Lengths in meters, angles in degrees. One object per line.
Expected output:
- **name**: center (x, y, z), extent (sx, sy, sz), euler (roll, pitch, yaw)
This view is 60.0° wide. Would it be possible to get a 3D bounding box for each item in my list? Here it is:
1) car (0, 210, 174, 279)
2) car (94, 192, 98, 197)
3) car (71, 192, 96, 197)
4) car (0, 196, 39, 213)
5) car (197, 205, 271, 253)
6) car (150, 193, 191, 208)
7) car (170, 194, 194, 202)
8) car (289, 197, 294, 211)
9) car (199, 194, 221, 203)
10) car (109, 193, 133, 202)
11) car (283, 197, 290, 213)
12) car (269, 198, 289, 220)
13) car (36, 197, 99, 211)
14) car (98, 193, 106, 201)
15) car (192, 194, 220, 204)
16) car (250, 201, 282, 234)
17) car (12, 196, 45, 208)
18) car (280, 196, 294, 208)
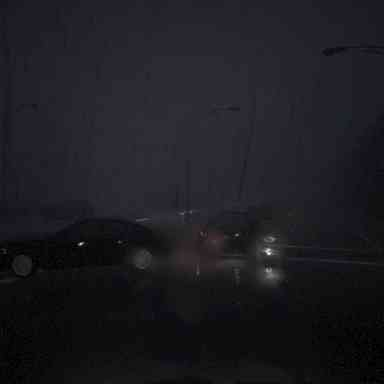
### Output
- **car**: center (-3.044, 1.475, 9.897), extent (5.008, 1.535, 1.882), euler (0, 0, -17)
- **car**: center (-21.896, 1.297, 67.982), extent (3.806, 1.475, 1.970), euler (0, 0, 18)
- **car**: center (-18.496, 1.248, 53.734), extent (4.514, 1.523, 2.007), euler (0, 0, 18)
- **car**: center (-15.134, 1.355, 29.404), extent (3.806, 1.475, 1.970), euler (0, 0, 18)
- **car**: center (1.804, 1.514, 13.906), extent (1.812, 1.442, 4.674), euler (0, 0, 24)
- **car**: center (-2.992, 1.073, 41.781), extent (4.605, 1.855, 1.932), euler (0, 0, 18)
- **car**: center (-2.145, 1.256, 68.698), extent (4.514, 1.523, 2.007), euler (0, 0, 18)
- **car**: center (9.764, 1.543, 36.568), extent (1.994, 1.385, 4.181), euler (0, 0, 19)
- **car**: center (3.367, 1.201, 62.977), extent (3.806, 1.475, 1.970), euler (0, 0, 18)
- **car**: center (-13.848, 1.045, 65.313), extent (4.605, 1.855, 1.932), euler (0, 0, 18)
- **car**: center (7.728, 1.486, 30.528), extent (1.837, 1.490, 4.892), euler (0, 0, 19)
- **car**: center (5.854, 1.474, 24.963), extent (2.128, 1.511, 4.902), euler (0, 0, 19)
- **car**: center (-9.052, 1.355, 24.212), extent (3.633, 1.501, 1.845), euler (0, 0, 18)
- **car**: center (-20.256, 1.013, 70.938), extent (3.866, 1.878, 1.905), euler (0, 0, 18)
- **car**: center (1.626, 1.124, 56.792), extent (5.027, 1.636, 2.152), euler (0, 0, 18)
- **car**: center (3.947, 1.489, 19.316), extent (1.837, 1.490, 4.892), euler (0, 0, 19)
- **car**: center (-21.725, 1.273, 44.277), extent (3.633, 1.501, 1.845), euler (0, 0, 18)
- **car**: center (14.499, 1.477, 50.636), extent (1.837, 1.490, 4.892), euler (0, 1, 19)
